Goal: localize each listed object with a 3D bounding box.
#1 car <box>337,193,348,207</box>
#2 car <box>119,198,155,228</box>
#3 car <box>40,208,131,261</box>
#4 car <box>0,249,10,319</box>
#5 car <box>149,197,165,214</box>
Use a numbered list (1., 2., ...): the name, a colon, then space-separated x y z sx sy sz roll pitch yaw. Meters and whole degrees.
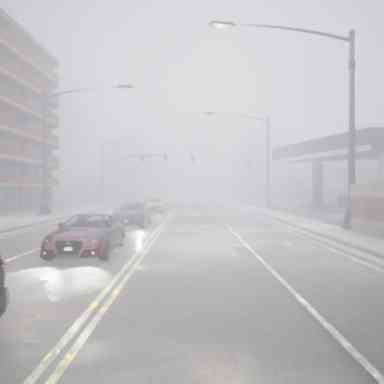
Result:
1. car: 20.115 0.972 40.399 4.611 1.667 2.242 0 0 1
2. car: -3.675 1.346 20.842 1.837 1.490 4.892 0 1 0
3. car: -3.644 1.475 11.785 1.994 1.385 4.181 0 0 0
4. car: -3.607 1.205 2.361 2.150 2.045 5.566 0 0 0
5. car: -3.683 1.233 32.249 1.882 1.535 5.008 0 0 0
